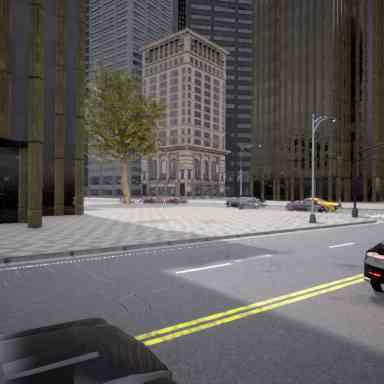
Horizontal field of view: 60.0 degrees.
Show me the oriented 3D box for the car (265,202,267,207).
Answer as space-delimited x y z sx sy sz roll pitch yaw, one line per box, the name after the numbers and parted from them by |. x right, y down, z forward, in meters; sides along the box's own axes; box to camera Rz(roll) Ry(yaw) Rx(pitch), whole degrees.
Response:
8.202 1.475 46.286 2.128 1.511 4.902 1 0 -40 | car

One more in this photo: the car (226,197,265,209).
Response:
6.514 1.444 43.243 2.128 1.511 4.902 1 0 -40 | car

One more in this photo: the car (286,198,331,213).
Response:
12.296 1.517 36.054 1.994 1.385 4.181 1 0 -39 | car

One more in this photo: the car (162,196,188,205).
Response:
-2.709 1.506 58.822 1.812 1.442 4.674 1 -1 -42 | car

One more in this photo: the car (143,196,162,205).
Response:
-6.852 1.474 58.552 1.812 1.442 4.674 1 -1 -42 | car

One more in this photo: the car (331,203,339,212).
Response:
14.448 1.463 38.588 1.882 1.535 5.008 1 0 -38 | car

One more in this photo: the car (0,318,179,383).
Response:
-2.272 1.601 1.822 4.718 1.301 1.895 0 0 -35 | car

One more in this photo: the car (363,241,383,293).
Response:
5.852 1.492 7.604 4.902 1.511 2.128 0 0 -35 | car
